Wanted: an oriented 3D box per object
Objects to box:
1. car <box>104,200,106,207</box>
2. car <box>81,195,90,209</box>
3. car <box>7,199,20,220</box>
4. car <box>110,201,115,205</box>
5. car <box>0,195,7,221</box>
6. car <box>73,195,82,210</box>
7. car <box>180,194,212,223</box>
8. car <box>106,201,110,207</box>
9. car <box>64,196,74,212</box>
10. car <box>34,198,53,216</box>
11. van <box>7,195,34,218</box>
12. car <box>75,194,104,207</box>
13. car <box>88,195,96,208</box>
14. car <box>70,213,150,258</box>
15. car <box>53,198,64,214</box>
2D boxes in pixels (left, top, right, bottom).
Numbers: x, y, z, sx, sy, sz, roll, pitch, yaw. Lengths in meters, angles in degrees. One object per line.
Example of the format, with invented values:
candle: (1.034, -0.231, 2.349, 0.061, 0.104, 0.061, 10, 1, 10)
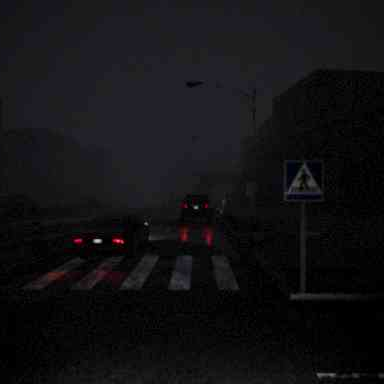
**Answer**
car: (-15.757, 1.432, 49.478, 4.553, 1.767, 2.185, 0, -1, 0)
car: (-15.796, 1.480, 41.210, 5.008, 1.535, 2.097, 0, 0, 0)
car: (-15.828, 1.464, 24.674, 4.674, 1.452, 2.002, 0, 0, 0)
car: (-15.594, 1.623, 54.989, 5.366, 1.575, 1.946, 0, -1, 0)
car: (-15.801, 1.175, 21.914, 5.566, 2.045, 2.435, 0, 0, 0)
car: (-15.811, 1.463, 38.454, 4.892, 1.521, 2.231, 0, 0, 0)
car: (0.305, 1.134, 24.871, 2.150, 2.045, 5.566, 0, 0, 1)
car: (-15.788, 1.630, 52.232, 4.674, 1.452, 2.002, 0, -1, 0)
car: (-15.816, 1.448, 35.697, 4.892, 1.521, 2.231, 0, 0, 0)
car: (-15.823, 1.428, 30.186, 5.008, 1.535, 2.097, 0, 0, 0)
van: (-15.937, 1.198, 27.551, 4.442, 1.987, 1.878, 0, 0, 0)
car: (-15.822, 1.277, 46.724, 5.566, 2.045, 2.435, 0, -1, 0)
car: (-15.801, 1.502, 43.966, 5.008, 1.535, 2.097, 0, 0, 0)
car: (-2.810, 1.511, 12.484, 2.033, 1.411, 5.357, 0, 0, 0)
car: (-15.783, 1.465, 32.941, 4.792, 1.488, 2.163, 0, 0, 0)
